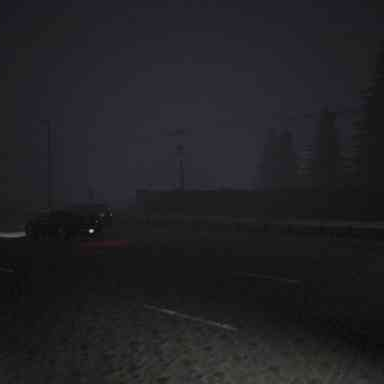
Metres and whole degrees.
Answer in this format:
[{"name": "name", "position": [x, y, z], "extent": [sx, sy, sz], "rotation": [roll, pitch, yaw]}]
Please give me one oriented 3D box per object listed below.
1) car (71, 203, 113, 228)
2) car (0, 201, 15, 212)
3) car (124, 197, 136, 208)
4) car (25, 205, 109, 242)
[{"name": "car", "position": [-7.384, 1.519, 22.155], "extent": [4.553, 1.767, 2.097], "rotation": [-1, 0, 35]}, {"name": "car", "position": [-27.083, 1.961, 46.059], "extent": [4.674, 1.442, 1.812], "rotation": [-1, 0, -9]}, {"name": "car", "position": [-8.140, 1.558, 53.471], "extent": [5.566, 2.045, 2.150], "rotation": [0, 0, -29]}, {"name": "car", "position": [-6.829, 1.644, 17.461], "extent": [4.892, 1.490, 1.837], "rotation": [-1, 0, 35]}]
